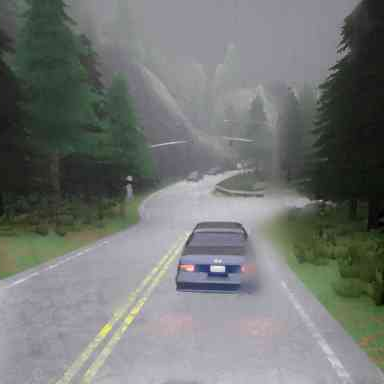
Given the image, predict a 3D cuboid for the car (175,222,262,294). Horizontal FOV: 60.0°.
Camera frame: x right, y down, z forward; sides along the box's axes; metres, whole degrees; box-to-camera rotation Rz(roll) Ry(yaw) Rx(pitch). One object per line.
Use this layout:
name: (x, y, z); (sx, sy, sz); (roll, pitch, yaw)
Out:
car: (0.721, 1.498, 8.848); (2.033, 1.411, 5.357); (0, 0, 5)

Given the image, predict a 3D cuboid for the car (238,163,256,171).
car: (11.839, -5.473, 70.997); (4.892, 1.490, 1.837); (-9, 9, -36)

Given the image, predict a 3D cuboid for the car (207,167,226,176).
car: (4.604, -4.043, 63.619); (2.128, 1.511, 4.902); (4, 10, 36)

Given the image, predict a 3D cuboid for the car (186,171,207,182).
car: (0.537, -2.563, 55.073); (1.837, 1.490, 4.892); (2, 10, 19)
